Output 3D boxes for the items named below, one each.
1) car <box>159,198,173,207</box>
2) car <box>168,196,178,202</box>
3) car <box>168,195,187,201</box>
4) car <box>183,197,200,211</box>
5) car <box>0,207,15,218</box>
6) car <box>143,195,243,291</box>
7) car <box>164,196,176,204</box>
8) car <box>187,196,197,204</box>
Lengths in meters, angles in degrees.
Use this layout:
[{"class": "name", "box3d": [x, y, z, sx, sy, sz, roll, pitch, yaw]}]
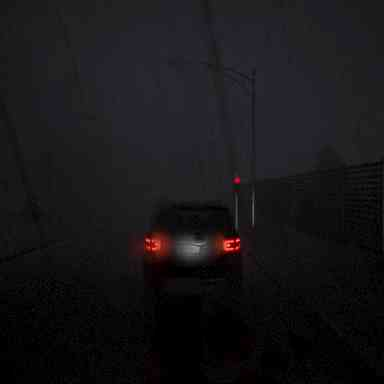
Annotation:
[{"class": "car", "box3d": [-4.147, 1.601, 53.565, 1.895, 1.301, 4.718, 0, 0, 0]}, {"class": "car", "box3d": [-4.074, 1.552, 73.313, 1.994, 1.385, 4.181, 0, 0, 0]}, {"class": "car", "box3d": [-3.905, 1.478, 87.285, 5.008, 1.535, 1.882, 0, 0, 40]}, {"class": "car", "box3d": [0.035, 1.477, 41.579, 1.882, 1.535, 5.008, 0, 0, 2]}, {"class": "car", "box3d": [-18.085, 1.547, 28.313, 5.357, 1.411, 2.033, 0, 0, 0]}, {"class": "car", "box3d": [0.034, 1.221, 9.132, 2.150, 2.045, 5.566, 0, 0, 0]}, {"class": "car", "box3d": [-4.117, 1.547, 63.327, 2.033, 1.411, 5.357, 0, 0, 0]}, {"class": "car", "box3d": [0.032, 1.525, 66.696, 1.812, 1.442, 4.674, 0, 0, 0]}]
